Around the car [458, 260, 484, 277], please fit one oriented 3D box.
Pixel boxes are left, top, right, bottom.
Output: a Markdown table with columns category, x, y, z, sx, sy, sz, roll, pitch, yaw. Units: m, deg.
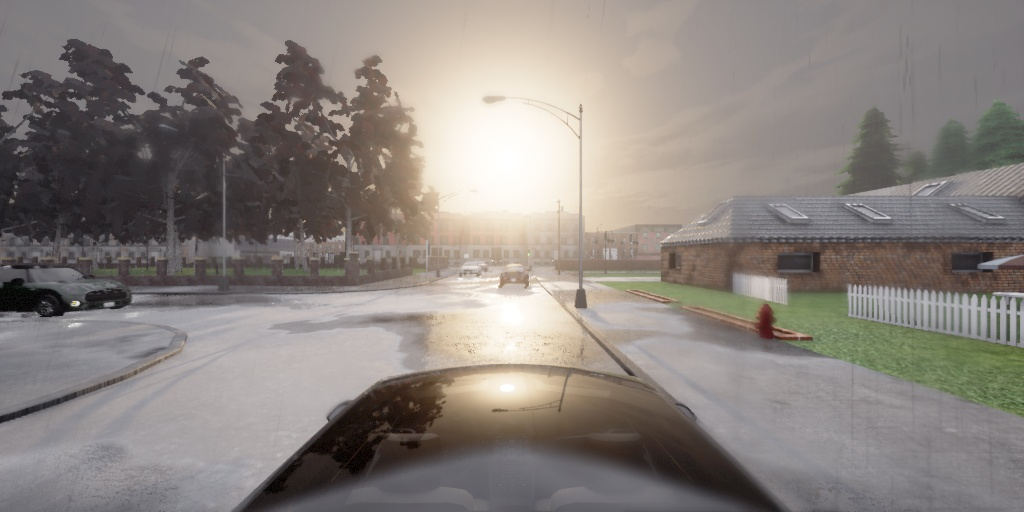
| category | x | y | z | sx | sy | sz | roll | pitch | yaw |
| --- | --- | --- | --- | --- | --- | --- | --- | --- | --- |
| car | -4.088 | 1.276 | 35.668 | 1.812 | 1.442 | 4.674 | 0 | 0 | 0 |

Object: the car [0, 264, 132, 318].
| category | x | y | z | sx | sy | sz | roll | pitch | yaw |
| --- | --- | --- | --- | --- | --- | --- | --- | --- | --- |
| car | -16.256 | 1.102 | 12.478 | 4.553 | 1.767 | 2.097 | 0 | 0 | 0 |

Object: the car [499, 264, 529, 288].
| category | x | y | z | sx | sy | sz | roll | pitch | yaw |
| --- | --- | --- | --- | --- | --- | --- | --- | --- | --- |
| car | 0.172 | 1.276 | 23.863 | 1.812 | 1.442 | 4.674 | 0 | 0 | 2 |

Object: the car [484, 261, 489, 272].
| category | x | y | z | sx | sy | sz | roll | pitch | yaw |
| --- | --- | --- | --- | --- | --- | --- | --- | --- | --- |
| car | -4.060 | 1.276 | 45.468 | 1.812 | 1.442 | 4.674 | 0 | 0 | 0 |
